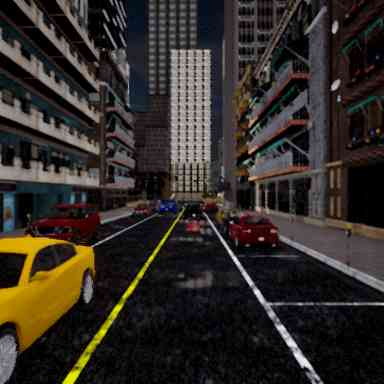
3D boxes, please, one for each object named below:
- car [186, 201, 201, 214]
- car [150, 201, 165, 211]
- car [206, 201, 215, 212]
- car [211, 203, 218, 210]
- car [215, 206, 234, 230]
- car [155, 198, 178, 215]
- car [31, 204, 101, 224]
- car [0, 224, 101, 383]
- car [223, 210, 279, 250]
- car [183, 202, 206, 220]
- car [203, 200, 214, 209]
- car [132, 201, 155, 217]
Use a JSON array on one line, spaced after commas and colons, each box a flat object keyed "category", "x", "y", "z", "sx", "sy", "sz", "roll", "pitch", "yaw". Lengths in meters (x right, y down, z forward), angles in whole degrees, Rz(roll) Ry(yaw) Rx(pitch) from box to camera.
[{"category": "car", "x": 0.206, "y": 2.015, "z": 43.655, "sx": 1.882, "sy": 1.535, "sz": 5.008, "roll": 0, "pitch": -1, "yaw": 0}, {"category": "car", "x": -5.542, "y": 2.210, "z": 53.996, "sx": 1.887, "sy": 1.381, "sz": 4.507, "roll": -1, "pitch": -1, "yaw": 0}, {"category": "car", "x": 2.823, "y": 2.142, "z": 48.434, "sx": 1.887, "sy": 1.381, "sz": 4.507, "roll": -1, "pitch": -1, "yaw": 0}, {"category": "car", "x": 2.758, "y": 1.852, "z": 26.512, "sx": 1.752, "sy": 1.417, "sz": 4.829, "roll": -1, "pitch": -1, "yaw": 0}, {"category": "car", "x": 2.742, "y": 1.807, "z": 20.818, "sx": 2.008, "sy": 1.369, "sz": 4.403, "roll": -1, "pitch": -1, "yaw": 0}, {"category": "car", "x": -2.977, "y": 1.739, "z": 42.066, "sx": 2.150, "sy": 2.045, "sz": 5.566, "roll": 0, "pitch": -1, "yaw": 0}, {"category": "car", "x": -5.658, "y": 1.503, "z": 15.336, "sx": 2.192, "sy": 1.841, "sz": 5.009, "roll": -1, "pitch": -1, "yaw": 0}, {"category": "car", "x": -3.087, "y": 1.545, "z": 5.461, "sx": 1.882, "sy": 1.535, "sz": 5.008, "roll": 0, "pitch": -1, "yaw": 0}, {"category": "car", "x": 2.725, "y": 1.733, "z": 15.295, "sx": 1.887, "sy": 1.381, "sz": 4.507, "roll": -1, "pitch": -1, "yaw": 0}, {"category": "car", "x": 0.188, "y": 1.911, "z": 33.023, "sx": 1.837, "sy": 1.490, "sz": 4.892, "roll": 0, "pitch": -1, "yaw": 0}, {"category": "car", "x": 2.855, "y": 2.262, "z": 59.650, "sx": 1.752, "sy": 1.417, "sz": 4.829, "roll": -1, "pitch": -1, "yaw": 0}, {"category": "car", "x": -5.590, "y": 2.042, "z": 37.426, "sx": 1.802, "sy": 1.307, "sz": 4.206, "roll": -1, "pitch": -1, "yaw": 0}]
